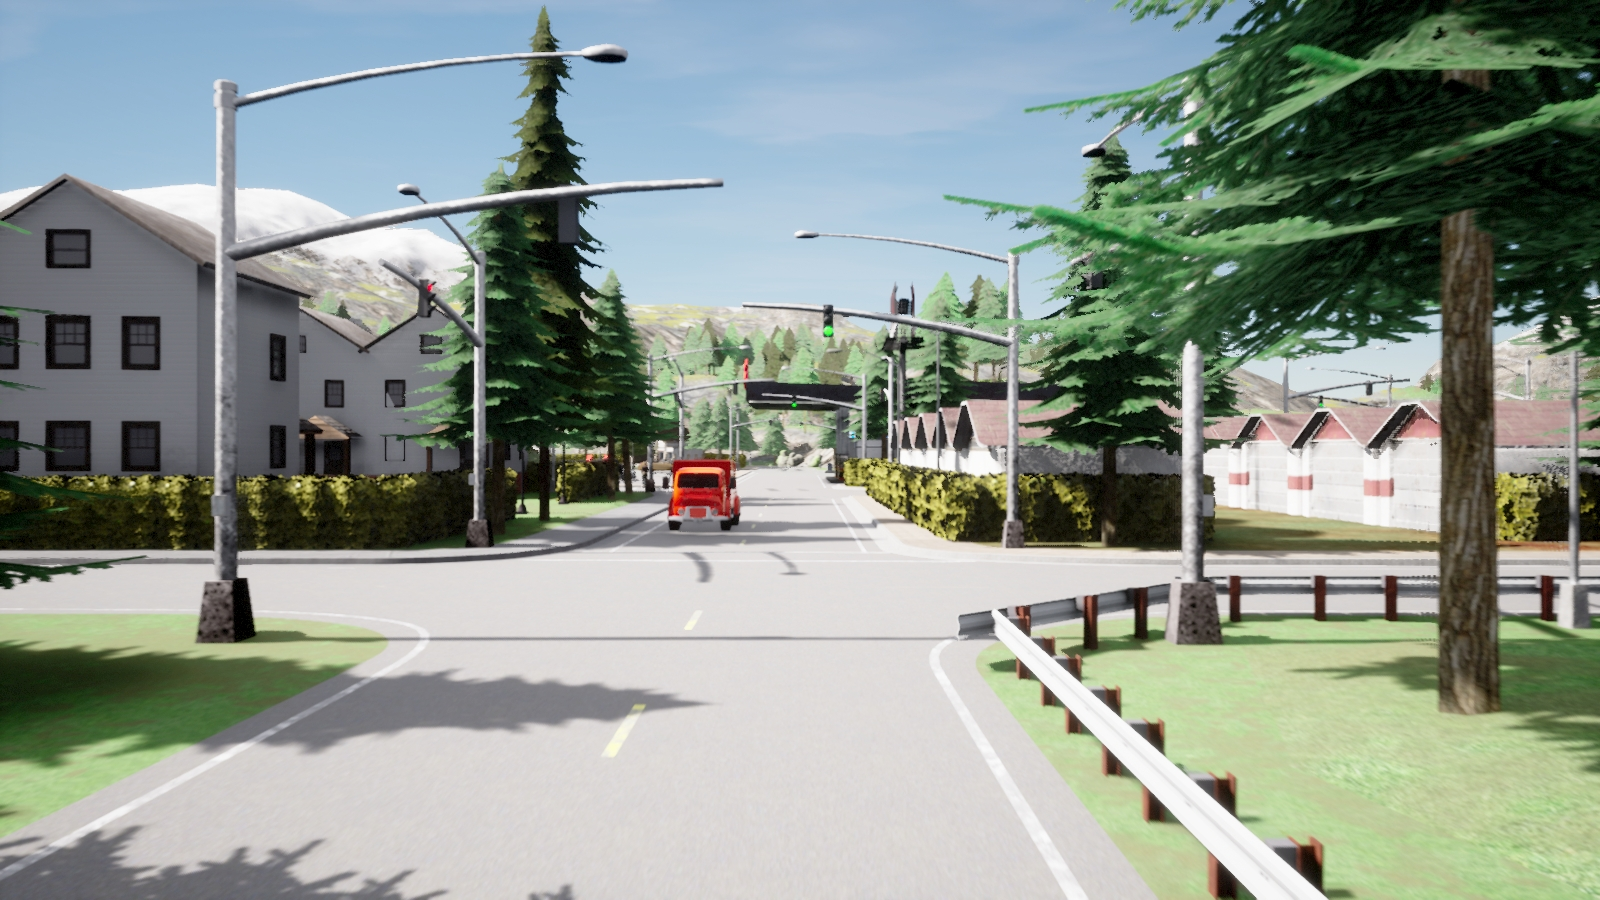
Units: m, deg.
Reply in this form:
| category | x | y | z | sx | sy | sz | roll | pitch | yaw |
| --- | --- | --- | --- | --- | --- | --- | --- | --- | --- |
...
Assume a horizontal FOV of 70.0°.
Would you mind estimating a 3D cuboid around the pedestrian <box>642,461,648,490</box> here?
| category | x | y | z | sx | sy | sz | roll | pitch | yaw |
| --- | --- | --- | --- | --- | --- | --- | --- | --- | --- |
| pedestrian | -10.128 | 1.648 | 74.754 | 0.375 | 1.860 | 0.375 | 0 | 0 | -16 |

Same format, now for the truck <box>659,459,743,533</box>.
| category | x | y | z | sx | sy | sz | roll | pitch | yaw |
| --- | --- | --- | --- | --- | --- | --- | --- | --- | --- |
| truck | -3.486 | 1.561 | 41.228 | 2.627 | 2.467 | 5.204 | 0 | 0 | -1 |
